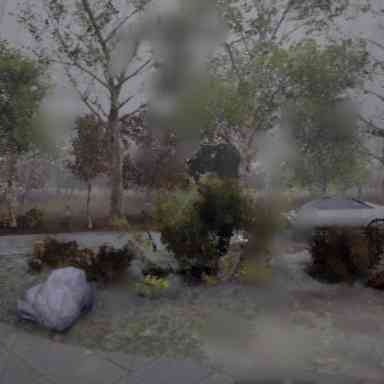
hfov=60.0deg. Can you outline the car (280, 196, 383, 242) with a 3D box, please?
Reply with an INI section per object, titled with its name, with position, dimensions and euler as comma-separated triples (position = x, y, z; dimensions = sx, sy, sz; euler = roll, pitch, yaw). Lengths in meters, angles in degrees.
[car]
position = 4.390, 0.828, 10.824
dimensions = 4.181, 1.385, 1.994
euler = -2, 0, 22
